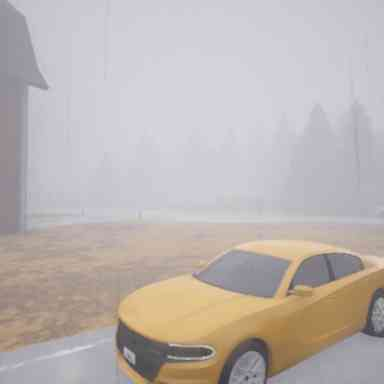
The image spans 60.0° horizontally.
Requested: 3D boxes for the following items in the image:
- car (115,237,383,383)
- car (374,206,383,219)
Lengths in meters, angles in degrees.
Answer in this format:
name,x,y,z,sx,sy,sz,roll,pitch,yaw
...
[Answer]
name,x,y,z,sx,sy,sz,roll,pitch,yaw
car,1.292,1.531,5.159,5.008,1.535,1.882,1,-1,-38
car,21.359,1.768,33.267,5.566,2.045,2.150,0,-1,31
